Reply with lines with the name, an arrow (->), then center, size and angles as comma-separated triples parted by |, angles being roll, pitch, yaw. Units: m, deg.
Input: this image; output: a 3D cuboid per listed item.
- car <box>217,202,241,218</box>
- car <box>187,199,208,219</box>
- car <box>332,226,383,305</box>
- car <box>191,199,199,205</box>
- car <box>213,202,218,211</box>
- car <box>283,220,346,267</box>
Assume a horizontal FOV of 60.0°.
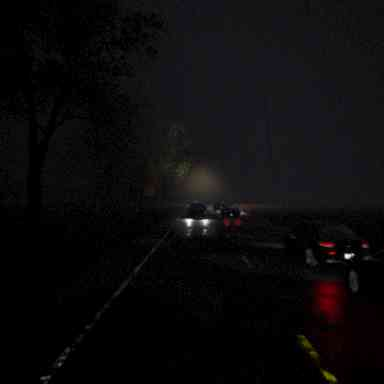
car -> 4.117, 2.082, 36.382 | 1.895, 1.301, 4.718 | 1, -1, 1
car -> 0.537, 1.843, 34.080 | 1.882, 1.535, 5.008 | 1, -1, 1
car -> 4.605, 1.685, 6.201 | 1.837, 1.490, 4.892 | 1, -1, 1
car -> 0.724, 2.499, 87.244 | 1.812, 1.442, 4.674 | 1, -1, 0
car -> 4.212, 2.191, 49.729 | 1.994, 1.385, 4.181 | 1, -1, 1
car -> 4.734, 1.770, 12.205 | 1.812, 1.442, 4.674 | 1, -1, 1
